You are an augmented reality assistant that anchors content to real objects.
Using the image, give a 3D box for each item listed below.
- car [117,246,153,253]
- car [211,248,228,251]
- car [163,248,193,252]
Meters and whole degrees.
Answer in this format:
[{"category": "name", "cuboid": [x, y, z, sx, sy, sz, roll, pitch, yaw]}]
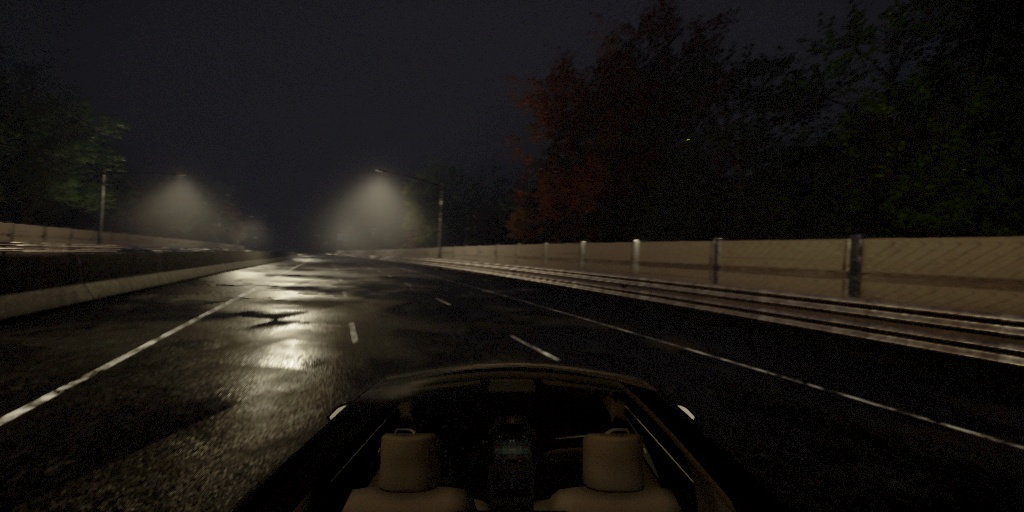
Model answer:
[{"category": "car", "cuboid": [-40.876, -0.375, 39.003, 1.994, 1.385, 4.181, 3, -1, -27]}, {"category": "car", "cuboid": [-34.722, -0.152, 42.352, 2.128, 1.511, 4.902, 3, -1, -27]}, {"category": "car", "cuboid": [-37.760, -0.242, 40.619, 2.033, 1.411, 5.357, 3, -1, -27]}]
